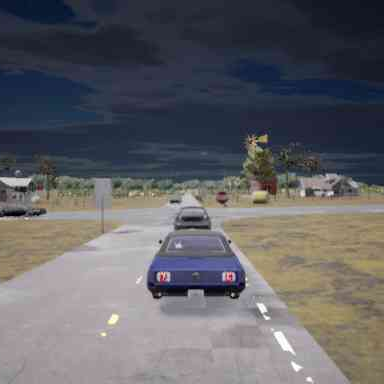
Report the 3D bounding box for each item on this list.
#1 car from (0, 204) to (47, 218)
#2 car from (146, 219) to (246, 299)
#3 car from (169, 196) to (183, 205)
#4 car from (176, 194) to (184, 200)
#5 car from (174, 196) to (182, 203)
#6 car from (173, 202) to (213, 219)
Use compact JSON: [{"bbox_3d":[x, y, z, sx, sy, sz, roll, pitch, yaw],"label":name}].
[{"bbox_3d":[-18.134,1.946,34.678,5.357,1.411,2.033,-1,1,0],"label":"car"},{"bbox_3d":[0.079,1.605,8.402,1.895,1.301,4.718,0,0,0],"label":"car"},{"bbox_3d":[-3.133,1.685,61.438,1.895,1.301,4.718,0,0,0],"label":"car"},{"bbox_3d":[-3.338,1.351,91.858,1.994,1.385,4.181,0,0,0],"label":"car"},{"bbox_3d":[-3.205,1.627,76.619,1.837,1.490,4.892,0,0,0],"label":"car"},{"bbox_3d":[0.061,1.517,17.746,1.837,1.490,4.892,0,0,1],"label":"car"}]
